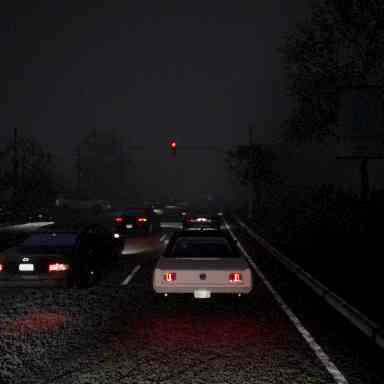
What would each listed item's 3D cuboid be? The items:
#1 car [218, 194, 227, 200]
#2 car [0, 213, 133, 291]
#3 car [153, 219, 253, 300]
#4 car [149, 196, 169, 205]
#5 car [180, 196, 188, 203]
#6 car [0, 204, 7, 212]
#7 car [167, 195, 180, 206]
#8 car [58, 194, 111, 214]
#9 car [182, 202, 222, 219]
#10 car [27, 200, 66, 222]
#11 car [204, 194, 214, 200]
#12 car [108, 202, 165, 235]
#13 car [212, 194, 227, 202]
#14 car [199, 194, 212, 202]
[{"bbox_3d":[7.979,1.346,86.357,1.882,1.535,5.008,0,0,11],"label":"car"},{"bbox_3d":[-3.256,1.547,9.136,2.033,1.411,5.357,0,0,1],"label":"car"},{"bbox_3d":[0.232,1.601,8.373,1.895,1.301,4.718,0,0,1],"label":"car"},{"bbox_3d":[-4.830,1.601,45.201,1.895,1.301,4.718,0,0,5],"label":"car"},{"bbox_3d":[-2.045,1.503,68.202,1.837,1.490,4.892,0,0,8],"label":"car"},{"bbox_3d":[-22.495,1.605,35.747,4.718,1.301,1.895,0,0,7],"label":"car"},{"bbox_3d":[-3.777,1.352,55.124,2.097,1.767,4.553,0,0,7],"label":"car"},{"bbox_3d":[-11.446,1.220,35.157,5.566,2.045,2.150,0,0,-2],"label":"car"},{"bbox_3d":[0.522,1.505,17.598,1.837,1.490,4.892,0,0,2],"label":"car"},{"bbox_3d":[-11.408,1.564,26.028,1.994,1.385,4.181,0,0,-13],"label":"car"},{"bbox_3d":[4.459,1.328,86.562,1.882,1.535,5.008,0,0,11],"label":"car"},{"bbox_3d":[-2.939,1.526,18.713,1.812,1.442,4.674,0,0,4],"label":"car"},{"bbox_3d":[6.316,1.548,76.652,1.994,1.385,4.181,0,0,10],"label":"car"},{"bbox_3d":[2.720,1.518,76.342,2.128,1.511,4.902,0,0,10],"label":"car"}]
